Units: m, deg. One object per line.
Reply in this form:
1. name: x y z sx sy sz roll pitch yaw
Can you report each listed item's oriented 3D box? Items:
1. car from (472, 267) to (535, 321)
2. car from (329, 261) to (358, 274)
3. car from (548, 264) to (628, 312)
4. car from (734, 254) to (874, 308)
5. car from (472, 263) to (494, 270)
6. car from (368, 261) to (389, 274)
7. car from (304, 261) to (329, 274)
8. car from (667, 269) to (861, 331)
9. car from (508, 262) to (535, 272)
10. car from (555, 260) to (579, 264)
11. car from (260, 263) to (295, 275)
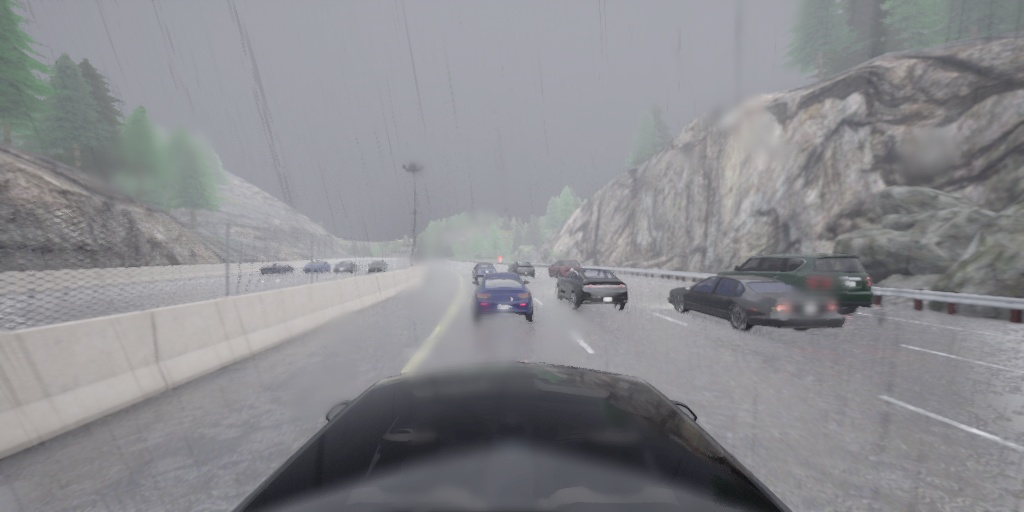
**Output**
1. car: -0.355 1.277 12.339 1.812 1.442 4.674 0 0 -4
2. car: -18.993 1.285 41.185 2.128 1.511 4.902 0 0 -14
3. car: 3.020 1.235 14.351 2.128 1.511 4.902 0 0 -4
4. car: 10.114 0.949 13.568 2.150 2.045 5.566 0 0 -4
5. car: -2.383 1.303 30.726 2.033 1.411 5.357 0 0 -9
6. car: -15.597 1.291 42.023 1.837 1.490 4.892 0 0 -14
7. car: -22.883 1.280 42.331 1.882 1.535 5.008 0 0 -14
8. car: 6.788 1.282 10.846 2.033 1.411 5.357 0 0 -3
9. car: 0.811 1.240 32.654 2.128 1.511 4.902 0 0 -9
10. car: 4.589 1.092 31.146 2.097 1.767 4.553 0 0 -9
11. car: -25.761 1.410 39.465 1.895 1.301 4.718 0 0 -14
